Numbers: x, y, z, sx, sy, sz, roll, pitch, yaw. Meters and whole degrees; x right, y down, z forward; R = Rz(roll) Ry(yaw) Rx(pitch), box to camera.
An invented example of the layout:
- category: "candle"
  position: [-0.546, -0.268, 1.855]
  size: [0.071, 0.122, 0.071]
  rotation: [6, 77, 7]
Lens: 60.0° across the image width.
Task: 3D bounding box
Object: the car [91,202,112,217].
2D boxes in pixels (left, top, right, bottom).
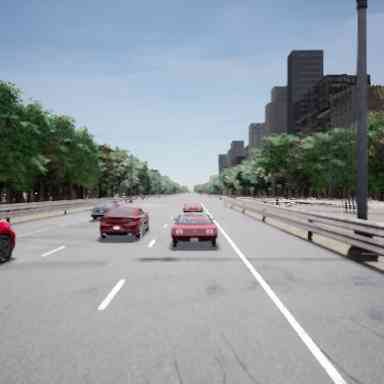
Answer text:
- category: "car"
  position: [-6.904, 1.536, 27.821]
  size: [2.033, 1.411, 5.357]
  rotation: [0, 0, 0]

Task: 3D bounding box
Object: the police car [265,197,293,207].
- category: "police car"
  position: [13.895, 1.591, 53.958]
  size: [2.038, 1.542, 4.974]
  rotation: [0, 0, -29]

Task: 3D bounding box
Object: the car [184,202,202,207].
- category: "car"
  position: [0.093, 1.587, 32.582]
  size: [1.895, 1.301, 4.718]
  rotation: [0, 0, 0]

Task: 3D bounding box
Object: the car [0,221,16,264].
- category: "car"
  position: [-6.901, 1.220, 8.639]
  size: [2.150, 2.045, 5.566]
  rotation: [0, 0, 0]

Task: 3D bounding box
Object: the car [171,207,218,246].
- category: "car"
  position: [0.096, 1.596, 15.332]
  size: [1.895, 1.301, 4.718]
  rotation: [0, 0, 0]

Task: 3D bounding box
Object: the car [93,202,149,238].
- category: "car"
  position: [-3.405, 1.471, 17.495]
  size: [1.882, 1.535, 5.008]
  rotation: [0, 0, 0]
